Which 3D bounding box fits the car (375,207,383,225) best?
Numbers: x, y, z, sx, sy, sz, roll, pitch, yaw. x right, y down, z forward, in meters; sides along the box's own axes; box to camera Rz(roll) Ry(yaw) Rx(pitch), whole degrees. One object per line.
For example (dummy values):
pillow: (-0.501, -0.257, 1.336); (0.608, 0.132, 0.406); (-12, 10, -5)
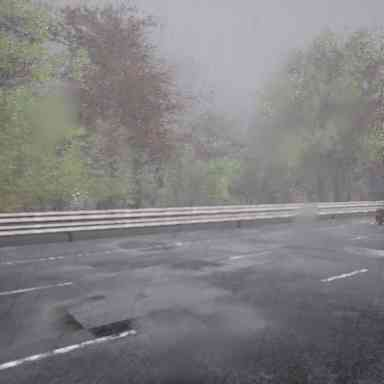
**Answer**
car: (14.478, 1.477, 22.678); (5.008, 1.535, 1.882); (0, 0, -36)
